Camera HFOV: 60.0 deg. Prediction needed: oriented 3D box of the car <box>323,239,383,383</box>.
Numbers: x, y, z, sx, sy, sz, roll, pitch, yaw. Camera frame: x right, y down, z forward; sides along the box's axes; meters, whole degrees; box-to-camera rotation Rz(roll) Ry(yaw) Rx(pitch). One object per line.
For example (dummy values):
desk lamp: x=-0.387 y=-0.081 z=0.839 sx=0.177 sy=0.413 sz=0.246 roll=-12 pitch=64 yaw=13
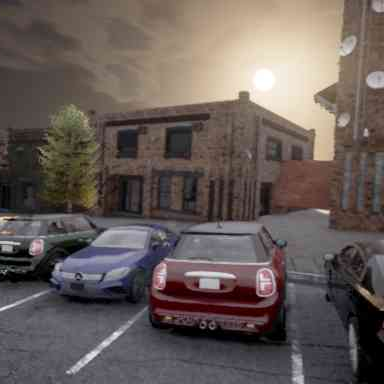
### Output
car: x=3.221 y=1.472 z=5.146 sx=2.097 sy=1.535 sz=5.008 roll=-1 pitch=-1 yaw=16

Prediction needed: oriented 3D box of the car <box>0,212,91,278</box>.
car: x=-3.959 y=1.446 z=10.232 sx=2.185 sy=1.767 sz=4.553 roll=-1 pitch=-1 yaw=15

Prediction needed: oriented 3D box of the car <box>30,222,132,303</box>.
car: x=-1.547 y=1.573 z=8.558 sx=2.002 sy=1.452 sz=4.674 roll=0 pitch=-1 yaw=15

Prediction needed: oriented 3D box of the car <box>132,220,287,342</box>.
car: x=0.821 y=1.375 z=6.831 sx=2.185 sy=1.767 sz=4.553 roll=-1 pitch=-1 yaw=16
